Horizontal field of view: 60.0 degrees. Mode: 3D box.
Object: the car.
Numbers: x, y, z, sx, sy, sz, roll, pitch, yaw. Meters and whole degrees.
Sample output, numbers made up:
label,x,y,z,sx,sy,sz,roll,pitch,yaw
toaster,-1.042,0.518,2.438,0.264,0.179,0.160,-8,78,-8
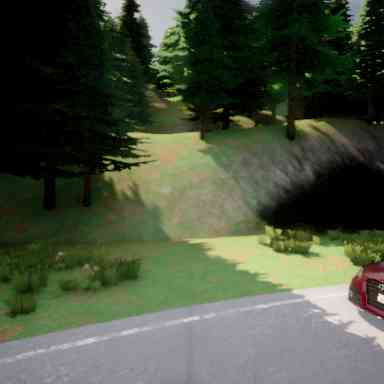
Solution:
label,x,y,z,sx,sy,sz,roll,pitch,yaw
car,4.854,1.486,5.604,4.181,1.385,1.994,1,2,-16
